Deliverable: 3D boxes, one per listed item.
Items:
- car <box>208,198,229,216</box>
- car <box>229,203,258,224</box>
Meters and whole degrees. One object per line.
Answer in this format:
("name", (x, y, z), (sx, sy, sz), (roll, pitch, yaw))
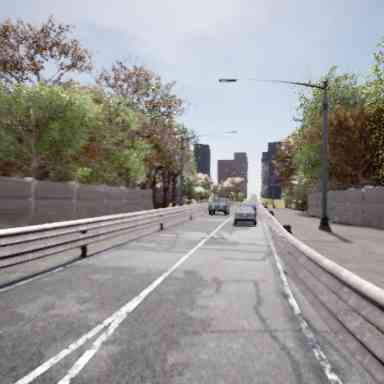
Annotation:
("car", (3.362, 1.726, 40.601), (2.150, 2.045, 5.566), (1, -1, 11))
("car", (4.551, 1.921, 28.279), (2.033, 1.411, 5.357), (1, -1, 11))
